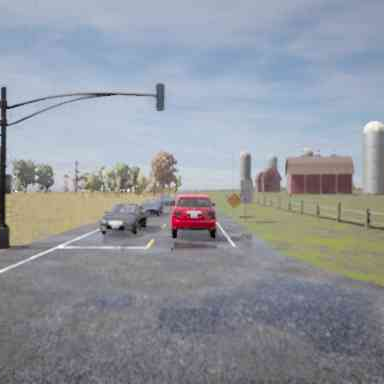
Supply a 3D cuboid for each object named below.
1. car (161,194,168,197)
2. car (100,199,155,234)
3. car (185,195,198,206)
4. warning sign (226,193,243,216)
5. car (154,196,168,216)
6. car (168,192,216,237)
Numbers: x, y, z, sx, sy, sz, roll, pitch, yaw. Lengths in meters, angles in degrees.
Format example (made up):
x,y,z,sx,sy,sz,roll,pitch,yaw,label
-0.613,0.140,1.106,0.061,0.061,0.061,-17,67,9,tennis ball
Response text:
x,y,z,sx,sy,sz,roll,pitch,yaw,label
-3.605,1.067,45.970,2.097,1.767,4.553,0,1,0,car
-3.599,1.386,18.361,2.128,1.511,4.902,0,0,2,car
-0.046,1.232,48.664,1.837,1.490,4.892,0,0,0,car
3.522,1.008,27.718,1.300,1.860,1.060,0,0,0,warning sign
-3.621,1.368,30.054,2.033,1.411,5.357,0,0,0,car
0.089,1.149,17.763,2.150,2.045,5.566,0,0,0,car
